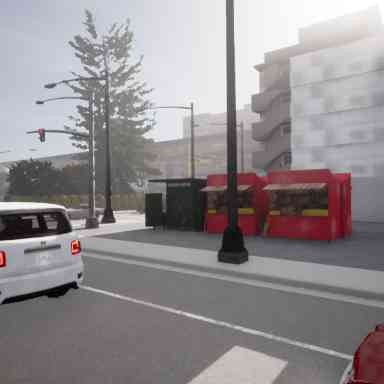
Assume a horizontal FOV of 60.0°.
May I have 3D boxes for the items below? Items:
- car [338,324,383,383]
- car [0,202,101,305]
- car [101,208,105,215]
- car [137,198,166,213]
[{"bbox_3d":[3.267,1.601,1.653,4.718,1.301,1.895,0,0,35],"label":"car"},{"bbox_3d":[-4.748,1.234,7.336,5.566,2.045,2.150,0,0,36],"label":"car"},{"bbox_3d":[-10.087,1.732,29.381,1.895,1.301,4.718,-1,-1,36],"label":"car"},{"bbox_3d":[-4.126,1.482,37.595,2.097,1.767,4.553,-1,-1,36],"label":"car"}]
